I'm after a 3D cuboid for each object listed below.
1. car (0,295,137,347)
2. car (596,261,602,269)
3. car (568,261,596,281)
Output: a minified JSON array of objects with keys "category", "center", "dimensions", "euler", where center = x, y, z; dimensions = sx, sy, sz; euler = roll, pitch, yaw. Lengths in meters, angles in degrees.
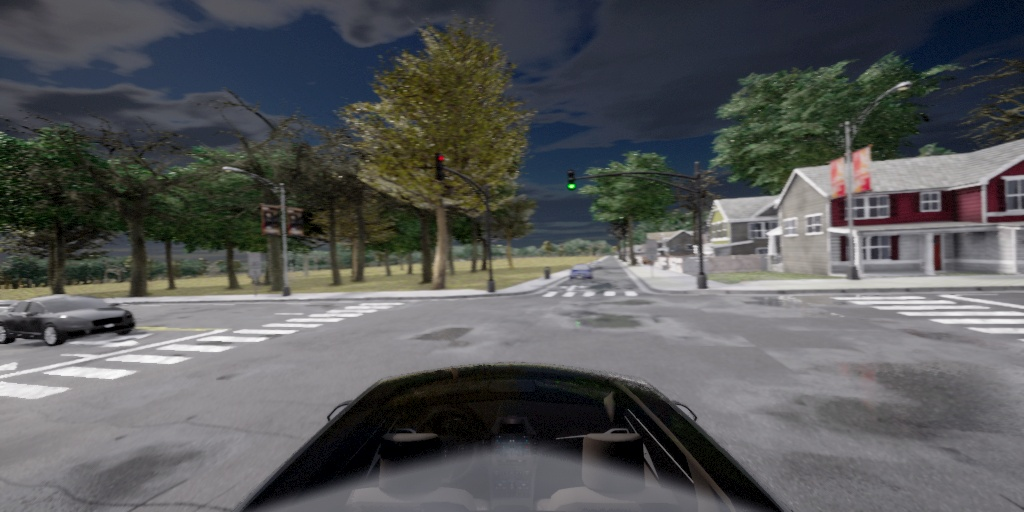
[{"category":"car","center":[-15.488,2.140,12.435],"dimensions":[4.892,1.490,1.837],"euler":[-3,0,17]},{"category":"car","center":[13.069,1.438,56.189],"dimensions":[1.895,1.301,4.718],"euler":[-2,0,16]},{"category":"car","center":[6.052,1.418,31.161],"dimensions":[1.812,1.442,4.674],"euler":[-2,0,16]}]
